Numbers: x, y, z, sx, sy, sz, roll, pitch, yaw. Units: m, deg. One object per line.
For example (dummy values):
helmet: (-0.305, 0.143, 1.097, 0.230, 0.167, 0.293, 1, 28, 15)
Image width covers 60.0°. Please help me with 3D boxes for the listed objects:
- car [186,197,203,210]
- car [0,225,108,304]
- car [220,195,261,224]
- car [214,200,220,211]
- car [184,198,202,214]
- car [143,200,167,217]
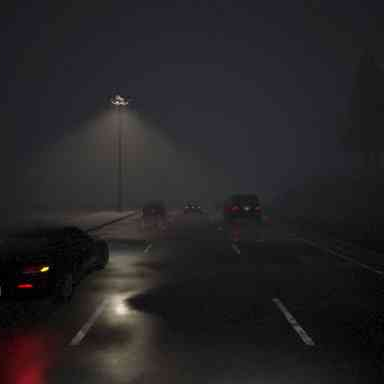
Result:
car: (0.362, 1.492, 44.540, 2.128, 1.511, 4.902, 0, 0, 3)
car: (-3.402, 1.526, 8.005, 1.812, 1.442, 4.674, 0, 0, 0)
car: (3.601, 1.217, 24.469, 2.150, 2.045, 5.566, 0, -1, 0)
car: (3.705, 1.601, 40.915, 1.895, 1.301, 4.718, 0, 0, 2)
car: (0.107, 1.547, 34.782, 2.033, 1.411, 5.357, 0, 0, 0)
car: (-3.399, 1.477, 31.063, 1.882, 1.535, 5.008, 0, 0, 0)
